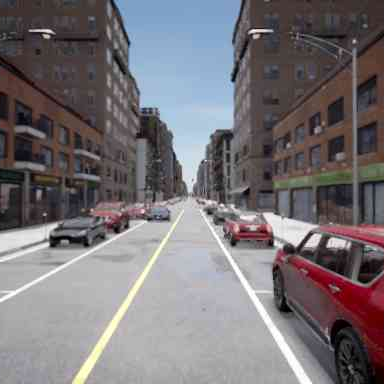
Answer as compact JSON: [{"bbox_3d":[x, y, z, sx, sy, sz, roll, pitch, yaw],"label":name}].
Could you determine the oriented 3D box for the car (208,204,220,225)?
[{"bbox_3d":[2.634,1.915,27.651,2.008,1.369,4.403,0,-1,0],"label":"car"}]

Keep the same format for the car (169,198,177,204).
[{"bbox_3d":[-5.403,2.630,82.926,2.008,1.369,4.403,0,-1,0],"label":"car"}]

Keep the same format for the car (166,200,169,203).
[{"bbox_3d":[-5.396,2.285,56.052,2.008,1.369,4.403,0,-1,0],"label":"car"}]

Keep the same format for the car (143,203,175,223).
[{"bbox_3d":[-2.851,1.954,29.636,1.994,1.385,4.181,0,-1,0],"label":"car"}]

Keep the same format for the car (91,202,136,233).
[{"bbox_3d":[-5.390,1.605,21.967,2.192,1.841,5.009,0,-1,0],"label":"car"}]

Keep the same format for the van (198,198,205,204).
[{"bbox_3d":[2.626,2.558,93.743,1.690,1.788,3.998,0,-1,0],"label":"van"}]

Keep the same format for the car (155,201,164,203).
[{"bbox_3d":[-5.395,2.243,50.371,1.802,1.307,4.206,0,-1,0],"label":"car"}]

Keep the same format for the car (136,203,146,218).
[{"bbox_3d":[-5.392,1.879,33.329,1.967,1.590,4.097,0,-1,0],"label":"car"}]

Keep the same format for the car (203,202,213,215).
[{"bbox_3d":[2.632,2.079,39.012,1.947,1.339,4.313,0,-1,0],"label":"car"}]

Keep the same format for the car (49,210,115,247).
[{"bbox_3d":[-5.389,1.781,16.283,1.947,1.339,4.313,0,-1,0],"label":"car"}]

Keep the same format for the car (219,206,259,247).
[{"bbox_3d":[2.636,1.655,16.291,1.967,1.590,4.097,0,-1,0],"label":"car"}]

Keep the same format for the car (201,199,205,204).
[{"bbox_3d":[2.630,2.188,50.544,1.752,1.417,4.829,0,-1,0],"label":"car"}]

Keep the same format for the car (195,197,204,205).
[{"bbox_3d":[2.625,2.699,88.334,2.008,1.369,4.403,0,-1,0],"label":"car"}]

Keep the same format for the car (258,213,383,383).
[{"bbox_3d":[2.638,1.381,4.931,2.192,1.841,5.009,0,-1,0],"label":"car"}]

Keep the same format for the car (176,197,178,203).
[{"bbox_3d":[-5.409,2.671,88.162,1.752,1.417,4.829,0,-1,0],"label":"car"}]
